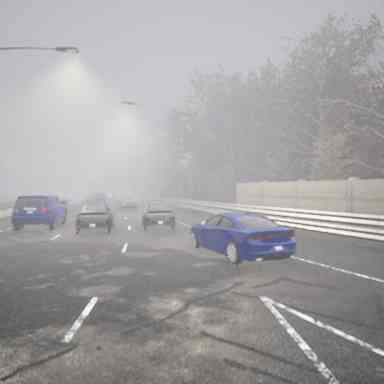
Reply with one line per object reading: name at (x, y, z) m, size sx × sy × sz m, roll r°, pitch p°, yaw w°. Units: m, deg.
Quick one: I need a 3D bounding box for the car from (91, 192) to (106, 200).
car at (-16.730, 1.053, 58.172) m, size 2.150 × 2.045 × 5.566 m, roll 0°, pitch 0°, yaw -31°

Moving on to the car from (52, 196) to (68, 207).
car at (-19.268, 1.384, 48.471) m, size 1.812 × 1.442 × 4.674 m, roll 0°, pitch 0°, yaw -27°

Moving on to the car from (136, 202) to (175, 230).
car at (-2.191, 1.433, 20.588) m, size 2.128 × 1.511 × 4.902 m, roll 0°, pitch 0°, yaw -11°

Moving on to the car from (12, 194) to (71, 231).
car at (-9.233, 1.161, 20.551) m, size 2.150 × 2.045 × 5.566 m, roll 0°, pitch 0°, yaw -11°

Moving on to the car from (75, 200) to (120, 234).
car at (-5.443, 1.436, 19.111) m, size 2.128 × 1.511 × 4.902 m, roll 0°, pitch 0°, yaw -10°

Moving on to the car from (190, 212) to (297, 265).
car at (1.530, 1.444, 11.797) m, size 1.882 × 1.535 × 5.008 m, roll 0°, pitch 0°, yaw -23°

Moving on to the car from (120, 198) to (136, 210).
car at (-7.914, 1.432, 40.190) m, size 2.033 × 1.411 × 5.357 m, roll 0°, pitch 0°, yaw -21°

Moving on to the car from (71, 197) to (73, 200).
car at (-28.384, 1.379, 74.020) m, size 1.895 × 1.301 × 4.718 m, roll 0°, pitch 0°, yaw -41°

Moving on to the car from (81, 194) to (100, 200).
car at (-14.756, 1.426, 47.298) m, size 1.994 × 1.385 × 4.181 m, roll 0°, pitch 0°, yaw -25°
